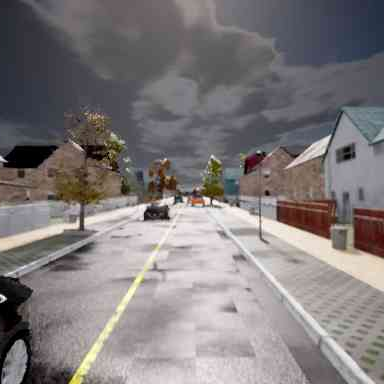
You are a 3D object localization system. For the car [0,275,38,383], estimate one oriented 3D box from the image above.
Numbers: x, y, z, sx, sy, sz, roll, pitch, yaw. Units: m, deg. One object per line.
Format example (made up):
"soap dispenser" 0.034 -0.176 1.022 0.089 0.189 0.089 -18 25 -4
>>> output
"car" -2.829 1.507 2.245 1.837 1.490 4.892 0 0 0

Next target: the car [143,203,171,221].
"car" -2.833 1.578 27.571 1.994 1.385 4.181 0 0 0

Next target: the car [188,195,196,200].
"car" 0.041 1.477 88.703 2.033 1.411 5.357 0 0 0

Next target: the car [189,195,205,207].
"car" 0.946 1.331 53.495 2.097 1.767 4.553 -3 -1 0

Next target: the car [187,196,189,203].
"car" 0.033 1.353 71.504 2.097 1.767 4.553 0 0 0

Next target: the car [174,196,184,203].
"car" -2.720 1.574 68.115 1.812 1.442 4.674 0 0 0
